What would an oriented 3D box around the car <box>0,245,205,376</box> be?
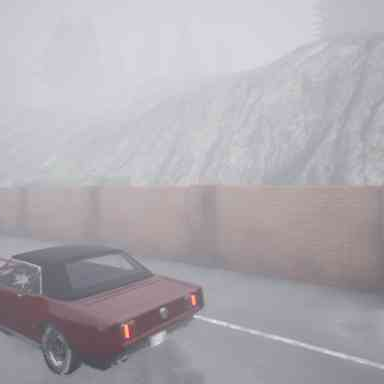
[{"bbox_3d":[-2.237,1.572,5.523,4.718,1.301,1.895,0,0,35],"label":"car"}]
